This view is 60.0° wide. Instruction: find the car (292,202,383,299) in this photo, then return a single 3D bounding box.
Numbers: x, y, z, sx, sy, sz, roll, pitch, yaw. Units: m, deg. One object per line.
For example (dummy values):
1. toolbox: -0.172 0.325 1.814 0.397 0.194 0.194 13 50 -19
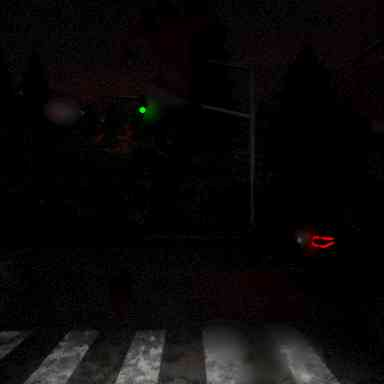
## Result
1. car: 5.324 1.276 8.111 5.566 2.045 2.150 0 0 0
